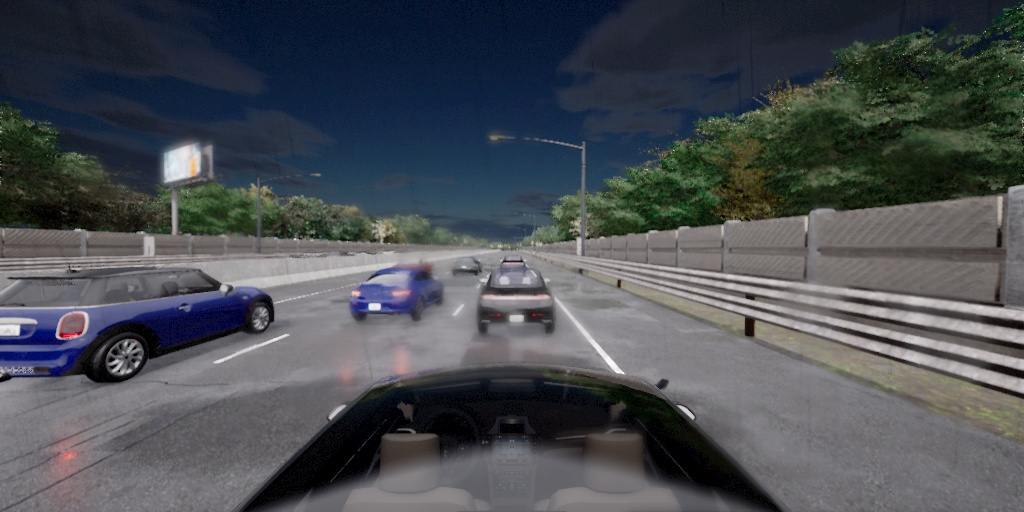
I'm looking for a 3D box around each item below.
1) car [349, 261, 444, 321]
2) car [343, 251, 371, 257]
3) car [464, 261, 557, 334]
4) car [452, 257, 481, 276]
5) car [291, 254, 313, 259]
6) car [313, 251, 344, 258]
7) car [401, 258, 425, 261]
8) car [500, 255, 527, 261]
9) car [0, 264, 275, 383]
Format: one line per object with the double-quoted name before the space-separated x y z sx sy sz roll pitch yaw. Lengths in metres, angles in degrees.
"car" -3.405 1.059 11.284 1.812 1.442 4.674 0 1 1
"car" -17.592 0.397 42.215 1.812 1.442 4.674 0 1 0
"car" 0.100 1.054 9.966 2.128 1.511 4.902 0 1 0
"car" -3.403 0.734 27.830 1.994 1.385 4.181 0 1 0
"car" -24.591 0.449 43.353 1.895 1.301 4.718 0 1 0
"car" -21.089 0.211 42.778 2.097 1.767 4.553 0 1 0
"car" -6.905 0.818 25.626 1.895 1.301 4.718 0 1 1
"car" 0.093 0.675 27.201 2.128 1.511 4.902 0 1 0
"car" -6.897 0.981 7.008 2.097 1.767 4.553 0 1 -1
